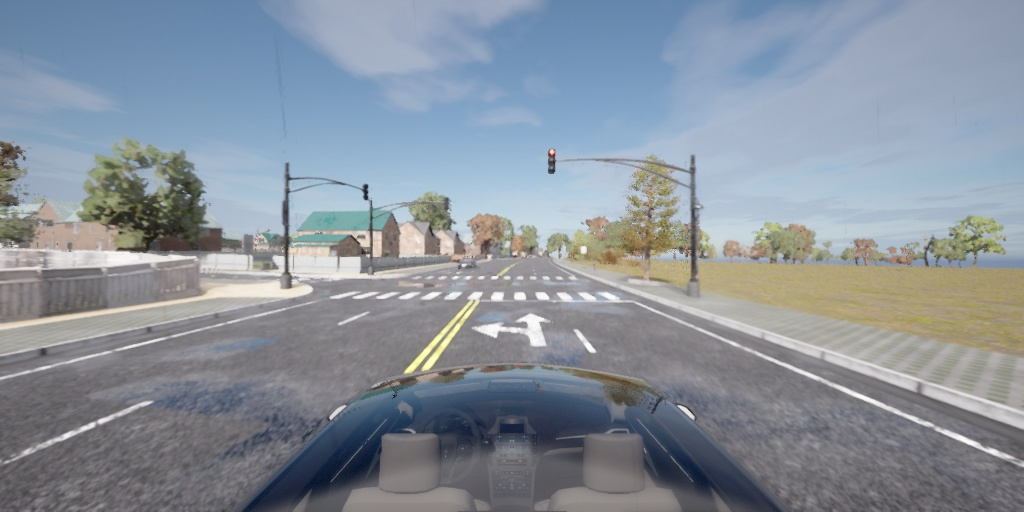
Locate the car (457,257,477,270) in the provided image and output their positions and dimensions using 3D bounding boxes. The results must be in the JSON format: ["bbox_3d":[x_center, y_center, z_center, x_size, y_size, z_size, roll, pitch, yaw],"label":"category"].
[{"bbox_3d":[-5.484,0.884,44.158,2.128,1.511,4.902,0,1,3],"label":"car"}]
